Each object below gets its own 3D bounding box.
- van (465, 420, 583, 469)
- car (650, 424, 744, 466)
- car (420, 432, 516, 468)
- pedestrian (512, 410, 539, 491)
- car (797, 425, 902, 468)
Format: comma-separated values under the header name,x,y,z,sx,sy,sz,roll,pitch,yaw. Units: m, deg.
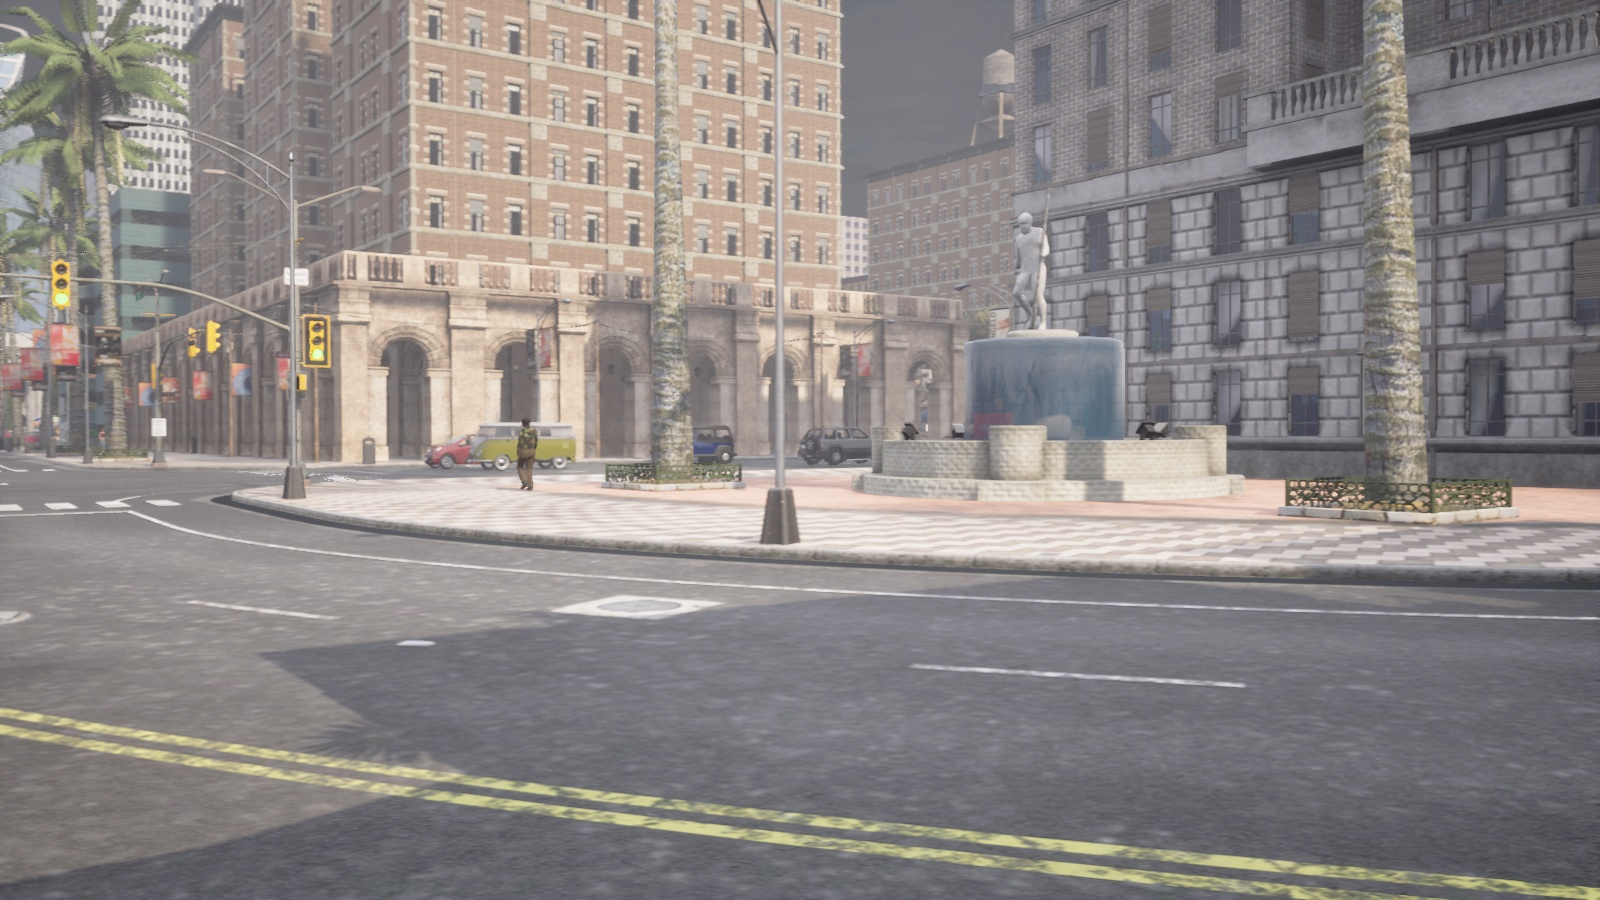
name,x,y,z,sx,sy,sz,roll,pitch,yaw
van,-11.518,-0.248,52.502,4.442,1.987,1.775,0,1,-35
car,-4.689,-0.248,57.344,3.866,1.878,1.905,0,1,-35
car,-14.458,-0.032,54.738,3.633,1.501,1.845,0,1,-35
pedestrian,-6.633,0.006,30.343,0.395,1.930,0.692,0,1,-36
car,2.294,-0.205,58.007,4.605,1.855,1.932,-1,2,-36
